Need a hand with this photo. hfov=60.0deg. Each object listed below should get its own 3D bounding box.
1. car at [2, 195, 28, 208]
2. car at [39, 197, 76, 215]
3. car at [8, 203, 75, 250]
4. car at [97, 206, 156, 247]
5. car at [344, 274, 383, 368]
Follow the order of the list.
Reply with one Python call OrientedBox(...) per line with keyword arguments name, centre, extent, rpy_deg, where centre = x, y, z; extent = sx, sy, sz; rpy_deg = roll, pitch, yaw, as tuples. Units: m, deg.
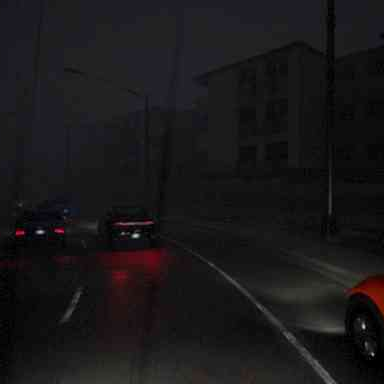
OrientedBox(name="car", centre=(-19.377, 1.088, 36.419), extent=(1.812, 1.442, 4.674), rpy_deg=(-1, 1, -41))
OrientedBox(name="car", centre=(-10.705, 1.167, 26.012), extent=(1.882, 1.535, 5.008), rpy_deg=(0, 1, -39))
OrientedBox(name="car", centre=(-6.191, 1.384, 13.573), extent=(2.033, 1.411, 5.357), rpy_deg=(0, 1, -24))
OrientedBox(name="car", centre=(-2.902, 1.323, 14.235), extent=(2.128, 1.511, 4.902), rpy_deg=(0, 1, -21))
OrientedBox(name="car", centre=(3.293, 1.319, 2.870), extent=(2.097, 1.767, 4.553), rpy_deg=(0, 1, -4))
